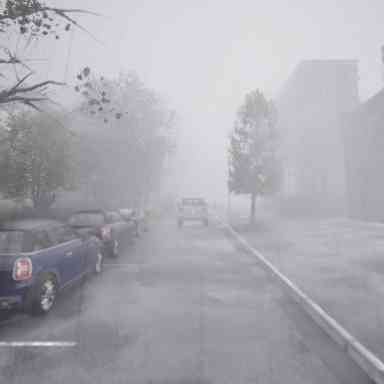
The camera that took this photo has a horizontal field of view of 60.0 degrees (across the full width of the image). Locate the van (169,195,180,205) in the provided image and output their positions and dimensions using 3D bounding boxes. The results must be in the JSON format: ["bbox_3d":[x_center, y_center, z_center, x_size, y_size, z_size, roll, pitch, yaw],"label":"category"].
[{"bbox_3d":[-3.628,1.621,69.301,1.878,1.987,4.442,0,0,2],"label":"van"}]

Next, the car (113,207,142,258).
[{"bbox_3d":[-3.650,1.453,13.444,2.185,1.767,4.553,0,0,2],"label":"car"}]

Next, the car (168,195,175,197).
[{"bbox_3d":[-3.635,1.798,58.037,2.097,1.535,5.008,0,0,2],"label":"car"}]

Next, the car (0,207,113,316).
[{"bbox_3d":[-3.651,1.419,7.873,2.185,1.767,4.553,0,0,2],"label":"car"}]

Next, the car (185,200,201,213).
[{"bbox_3d":[0.106,1.754,41.964,1.837,1.490,4.892,0,0,0],"label":"car"}]

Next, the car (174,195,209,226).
[{"bbox_3d":[0.082,1.383,25.212,2.150,2.045,5.566,0,-1,0],"label":"car"}]

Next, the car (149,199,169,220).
[{"bbox_3d":[-3.636,1.670,30.373,1.946,1.575,5.366,0,0,2],"label":"car"}]

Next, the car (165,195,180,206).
[{"bbox_3d":[-3.633,1.570,63.643,2.435,2.045,5.566,0,0,2],"label":"car"}]

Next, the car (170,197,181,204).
[{"bbox_3d":[-3.623,1.869,74.938,1.946,1.575,5.366,0,0,2],"label":"car"}]

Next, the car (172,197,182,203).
[{"bbox_3d":[-3.628,1.898,80.318,2.097,1.535,5.008,0,0,2],"label":"car"}]

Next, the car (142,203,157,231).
[{"bbox_3d":[-3.647,1.612,19.039,2.231,1.521,4.892,0,0,2],"label":"car"}]

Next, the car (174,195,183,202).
[{"bbox_3d":[-3.627,1.830,91.433,2.185,1.767,4.553,0,0,2],"label":"car"}]

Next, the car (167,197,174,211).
[{"bbox_3d":[-3.639,1.756,41.359,2.163,1.488,4.792,0,0,2],"label":"car"}]
